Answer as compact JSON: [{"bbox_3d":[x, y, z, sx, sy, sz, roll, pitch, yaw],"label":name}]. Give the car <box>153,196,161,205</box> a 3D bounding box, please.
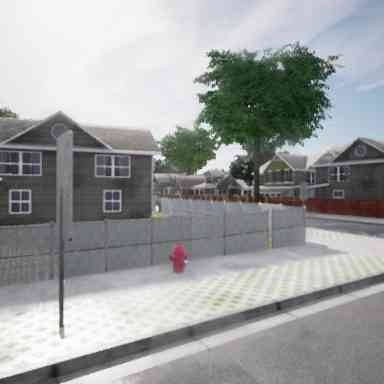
[{"bbox_3d":[-6.165,1.473,56.049,1.837,1.490,4.892,0,0,-22],"label":"car"}]
